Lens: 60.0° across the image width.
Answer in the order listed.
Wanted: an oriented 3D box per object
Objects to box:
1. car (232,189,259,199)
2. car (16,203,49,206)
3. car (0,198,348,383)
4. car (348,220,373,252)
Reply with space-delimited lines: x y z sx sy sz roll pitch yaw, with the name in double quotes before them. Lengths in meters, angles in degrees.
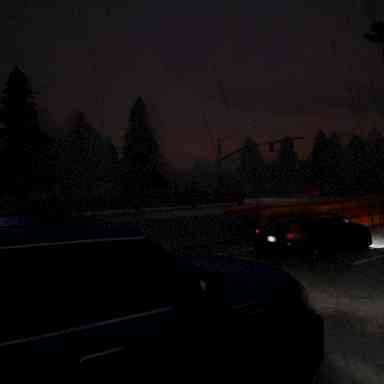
"car" 8.282 0.348 51.971 2.128 1.511 4.902 -2 2 -35
"car" -9.431 1.437 18.752 4.892 1.490 1.837 -2 1 -35
"car" -1.235 1.210 2.857 5.566 2.045 2.150 -1 1 -35
"car" 4.015 1.296 10.905 4.181 1.385 1.994 -2 1 -33
